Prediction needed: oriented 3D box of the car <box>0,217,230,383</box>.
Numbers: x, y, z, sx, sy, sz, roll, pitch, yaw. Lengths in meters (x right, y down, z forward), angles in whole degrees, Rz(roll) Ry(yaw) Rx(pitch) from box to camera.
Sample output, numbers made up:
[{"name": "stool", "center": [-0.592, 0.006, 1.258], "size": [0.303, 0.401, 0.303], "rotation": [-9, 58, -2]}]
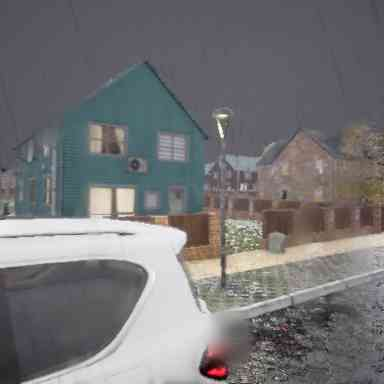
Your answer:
[{"name": "car", "center": [-2.318, 1.220, 1.417], "size": [5.566, 2.045, 2.150], "rotation": [0, 0, -36]}]
